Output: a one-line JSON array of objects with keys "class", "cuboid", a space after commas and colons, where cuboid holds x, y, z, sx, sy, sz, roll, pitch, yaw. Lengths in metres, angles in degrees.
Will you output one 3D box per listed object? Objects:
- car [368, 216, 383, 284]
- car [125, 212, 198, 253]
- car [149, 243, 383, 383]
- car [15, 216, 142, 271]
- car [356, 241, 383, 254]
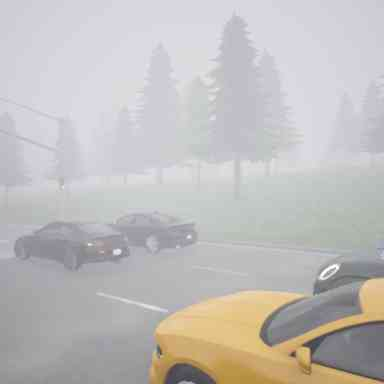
[{"class": "car", "cuboid": [6.972, 1.465, 7.617, 5.008, 1.535, 1.882, 0, 0, 35]}, {"class": "car", "cuboid": [-2.105, 1.570, 14.077, 5.008, 1.535, 1.882, 0, 0, 36]}, {"class": "car", "cuboid": [1.866, 1.477, 2.661, 5.008, 1.535, 1.882, 0, 0, 35]}, {"class": "car", "cuboid": [-4.078, 1.617, 11.185, 4.674, 1.442, 1.812, 0, 0, 36]}, {"class": "car", "cuboid": [4.314, 1.346, 5.213, 4.553, 1.767, 2.097, -1, 0, 36]}]
